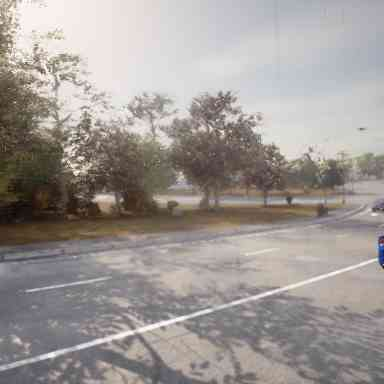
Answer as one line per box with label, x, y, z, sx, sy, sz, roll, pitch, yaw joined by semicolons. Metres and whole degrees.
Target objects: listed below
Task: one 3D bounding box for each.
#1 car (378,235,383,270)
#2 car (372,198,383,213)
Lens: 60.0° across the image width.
car;7.295;1.493;9.886;5.008;1.535;1.882;0;-1;-41
car;20.055;1.343;34.693;1.812;1.442;4.674;-1;1;36
